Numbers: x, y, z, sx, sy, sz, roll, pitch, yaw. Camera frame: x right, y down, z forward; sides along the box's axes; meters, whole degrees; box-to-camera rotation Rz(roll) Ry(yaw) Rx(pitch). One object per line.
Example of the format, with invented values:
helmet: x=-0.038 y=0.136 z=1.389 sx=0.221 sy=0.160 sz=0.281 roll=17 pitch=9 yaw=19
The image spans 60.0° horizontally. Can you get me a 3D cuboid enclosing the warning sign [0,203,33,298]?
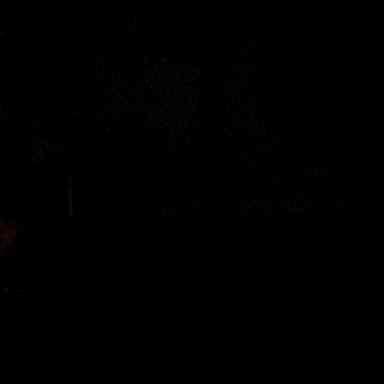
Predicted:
warning sign: x=-4.263 y=1.184 z=6.958 sx=1.060 sy=1.860 sz=1.300 roll=-2 pitch=0 yaw=35
